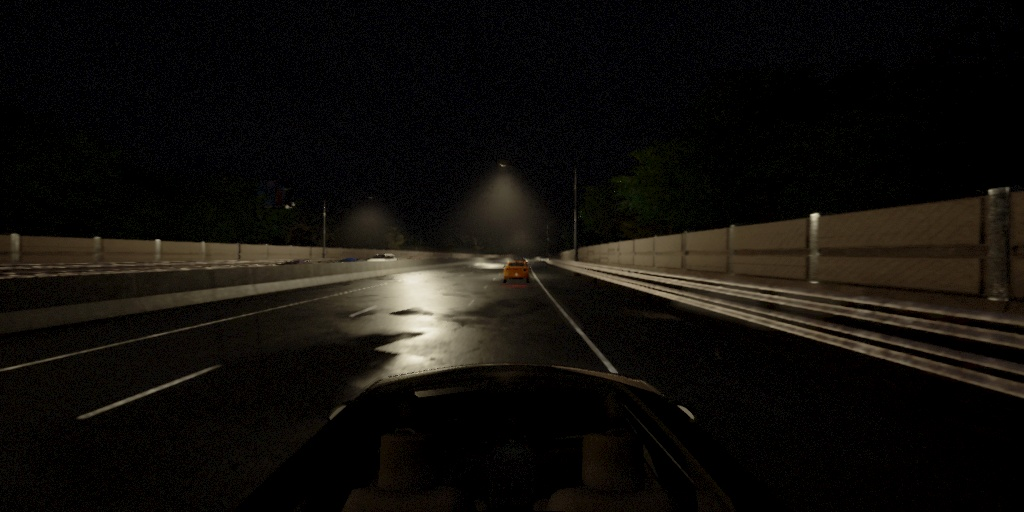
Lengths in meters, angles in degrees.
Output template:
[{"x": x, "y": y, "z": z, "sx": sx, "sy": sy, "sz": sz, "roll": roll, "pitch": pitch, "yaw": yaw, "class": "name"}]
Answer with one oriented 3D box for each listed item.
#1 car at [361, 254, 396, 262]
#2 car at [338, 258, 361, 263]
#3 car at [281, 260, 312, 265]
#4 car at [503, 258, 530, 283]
[{"x": -16.745, "y": 0.782, "z": 46.179, "sx": 2.150, "sy": 2.045, "sz": 5.566, "roll": 0, "pitch": 0, "yaw": 3, "class": "car"}, {"x": -20.290, "y": 1.029, "z": 44.782, "sx": 1.882, "sy": 1.535, "sz": 5.008, "roll": 0, "pitch": 0, "yaw": 3, "class": "car"}, {"x": -23.965, "y": 1.111, "z": 39.854, "sx": 1.994, "sy": 1.385, "sz": 4.181, "roll": 0, "pitch": 0, "yaw": 2, "class": "car"}, {"x": 0.359, "y": 1.122, "z": 27.142, "sx": 1.882, "sy": 1.535, "sz": 5.008, "roll": 0, "pitch": 0, "yaw": 1, "class": "car"}]
